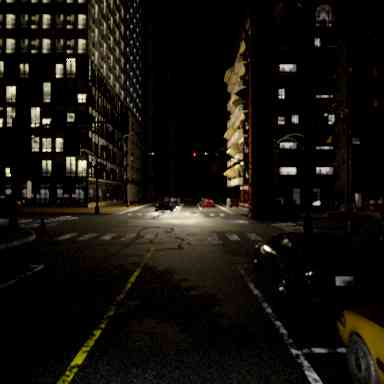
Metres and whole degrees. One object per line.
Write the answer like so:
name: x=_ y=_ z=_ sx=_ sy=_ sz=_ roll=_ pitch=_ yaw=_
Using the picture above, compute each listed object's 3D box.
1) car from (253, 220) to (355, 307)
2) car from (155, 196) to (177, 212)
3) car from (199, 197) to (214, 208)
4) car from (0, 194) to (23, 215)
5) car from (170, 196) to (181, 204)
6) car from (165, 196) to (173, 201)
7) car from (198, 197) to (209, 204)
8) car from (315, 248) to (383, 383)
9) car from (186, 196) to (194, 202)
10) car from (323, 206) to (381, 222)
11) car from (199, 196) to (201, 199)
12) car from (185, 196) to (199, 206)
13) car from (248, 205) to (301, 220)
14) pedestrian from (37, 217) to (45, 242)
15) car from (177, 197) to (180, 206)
car: x=2.645 y=1.588 z=7.850 sx=1.947 sy=1.339 sz=4.313 roll=0 pitch=0 yaw=0
car: x=-3.331 y=1.475 z=40.757 sx=2.097 sy=1.767 sz=4.553 roll=0 pitch=0 yaw=0
car: x=2.453 y=1.735 z=49.872 sx=1.802 sy=1.307 sz=4.206 roll=0 pitch=0 yaw=0
car: x=-17.866 y=1.115 z=29.796 sx=5.009 sy=1.841 sz=2.192 roll=1 pitch=-1 yaw=-1
car: x=-3.401 y=1.699 z=69.334 sx=1.882 sy=1.535 sz=5.008 roll=0 pitch=0 yaw=0
car: x=-6.214 y=1.853 z=90.982 sx=2.008 sy=1.369 sz=4.403 roll=0 pitch=0 yaw=0
car: x=2.297 y=1.769 z=68.437 sx=2.008 sy=1.369 sz=4.403 roll=0 pitch=0 yaw=0
car: x=2.677 y=1.532 z=2.337 sx=1.752 sy=1.417 sz=4.829 roll=0 pitch=0 yaw=0
car: x=-0.476 y=1.823 z=82.867 sx=1.994 sy=1.385 sz=4.181 roll=0 pitch=0 yaw=0
car: x=14.468 y=1.920 z=30.257 sx=4.829 sy=1.417 sz=1.752 roll=1 pitch=-1 yaw=-1
car: x=2.328 y=1.749 z=62.789 sx=2.008 sy=1.369 sz=4.403 roll=0 pitch=0 yaw=0
car: x=-0.250 y=1.755 z=60.698 sx=1.994 sy=1.385 sz=4.181 roll=0 pitch=0 yaw=0
car: x=6.791 y=1.803 z=27.545 sx=4.181 sy=1.385 sz=1.994 roll=1 pitch=0 yaw=-1
pedestrian: x=-6.845 y=1.339 z=15.257 sx=0.375 sy=1.860 sz=0.375 roll=0 pitch=0 yaw=0
car: x=-3.383 y=1.645 z=49.805 sx=2.128 sy=1.511 sz=4.902 roll=0 pitch=0 yaw=0
